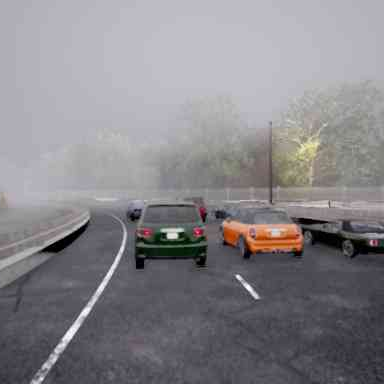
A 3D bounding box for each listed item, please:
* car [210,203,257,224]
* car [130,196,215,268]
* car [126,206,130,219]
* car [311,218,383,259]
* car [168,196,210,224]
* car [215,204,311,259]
[{"bbox_3d":[3.228,1.680,27.287,2.033,1.411,5.357,0,0,-15],"label":"car"},{"bbox_3d":[-0.842,1.287,11.733,2.150,2.045,5.566,0,0,-7],"label":"car"},{"bbox_3d":[-4.554,1.642,28.920,1.882,1.535,5.008,0,0,-17],"label":"car"},{"bbox_3d":[6.059,1.649,12.878,1.895,1.301,4.718,0,0,-7],"label":"car"},{"bbox_3d":[-0.429,1.367,27.419,2.150,2.045,5.566,0,0,-15],"label":"car"},{"bbox_3d":[2.482,1.412,13.063,2.097,1.767,4.553,0,0,-8],"label":"car"}]
